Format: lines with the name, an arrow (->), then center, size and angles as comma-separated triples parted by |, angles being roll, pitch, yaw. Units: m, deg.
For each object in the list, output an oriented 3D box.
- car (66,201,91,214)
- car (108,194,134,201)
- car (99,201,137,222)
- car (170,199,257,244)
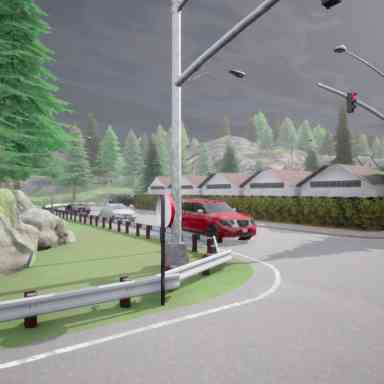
car -> -12.861, 1.754, 37.398 | 1.994, 1.385, 4.181 | 0, 0, -32
car -> -10.940, 1.398, 53.205 | 2.150, 2.045, 5.566 | 0, 0, 33
car -> -6.259, 1.717, 27.618 | 1.812, 1.442, 4.674 | 0, 0, -35
car -> 0.841, 1.412, 17.467 | 2.150, 2.045, 5.566 | 0, 0, -35
